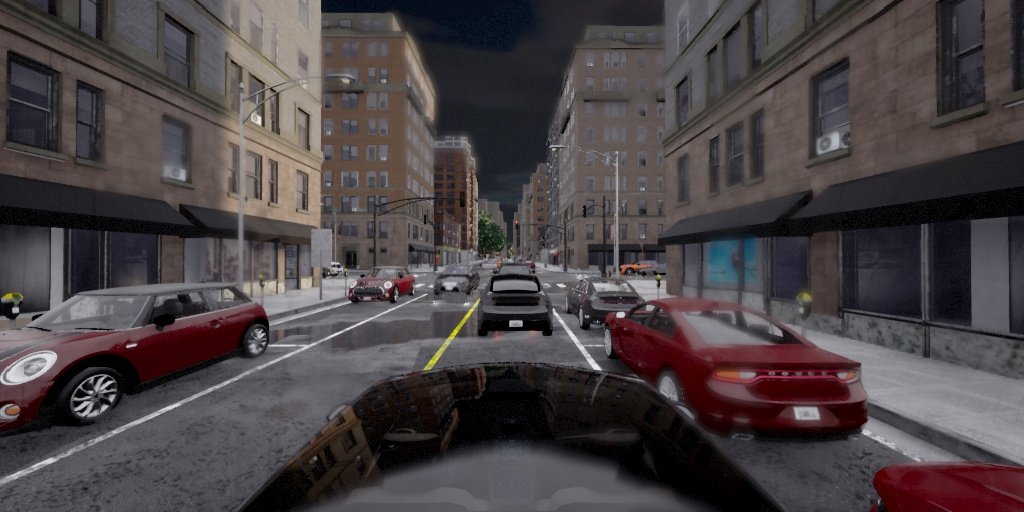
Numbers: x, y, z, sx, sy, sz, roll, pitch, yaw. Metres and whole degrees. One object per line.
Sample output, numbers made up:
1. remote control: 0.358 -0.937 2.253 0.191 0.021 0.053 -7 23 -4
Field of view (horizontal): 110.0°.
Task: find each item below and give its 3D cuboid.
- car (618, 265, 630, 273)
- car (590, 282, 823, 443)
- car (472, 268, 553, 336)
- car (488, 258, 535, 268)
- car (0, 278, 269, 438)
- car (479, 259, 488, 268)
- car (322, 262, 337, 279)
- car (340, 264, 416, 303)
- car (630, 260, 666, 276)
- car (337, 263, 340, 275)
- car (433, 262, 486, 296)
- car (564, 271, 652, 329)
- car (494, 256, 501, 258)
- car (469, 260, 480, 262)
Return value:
1. car: 14.020 1.222 39.348 4.553 1.767 2.097 0 0 0
2. car: 2.675 1.296 5.479 1.888 1.381 4.507 0 0 0
3. car: 0.056 1.258 10.386 1.837 1.490 4.892 0 0 -1
4. car: 0.119 1.108 17.809 2.097 1.767 4.553 0 0 0
5. car: -5.852 1.190 5.484 1.967 1.591 4.097 0 0 0
6. car: -3.129 1.390 50.846 1.895 1.301 4.718 0 0 0
7. car: -17.478 1.127 29.248 5.008 1.535 1.882 0 0 -2
8. car: -5.836 1.195 16.470 1.967 1.591 4.097 0 0 0
9. car: 15.186 1.395 36.087 5.357 1.411 2.033 0 0 0
10. car: -18.369 0.894 32.491 5.566 2.045 2.150 0 0 -1
11. car: -2.863 1.249 19.338 2.128 1.511 4.902 0 0 2
12. car: 2.682 1.303 10.970 2.007 1.370 4.403 0 0 0
13. car: -3.178 1.159 60.818 2.097 1.767 4.553 0 0 0
14. car: -5.915 1.345 54.831 2.007 1.370 4.403 0 0 0
